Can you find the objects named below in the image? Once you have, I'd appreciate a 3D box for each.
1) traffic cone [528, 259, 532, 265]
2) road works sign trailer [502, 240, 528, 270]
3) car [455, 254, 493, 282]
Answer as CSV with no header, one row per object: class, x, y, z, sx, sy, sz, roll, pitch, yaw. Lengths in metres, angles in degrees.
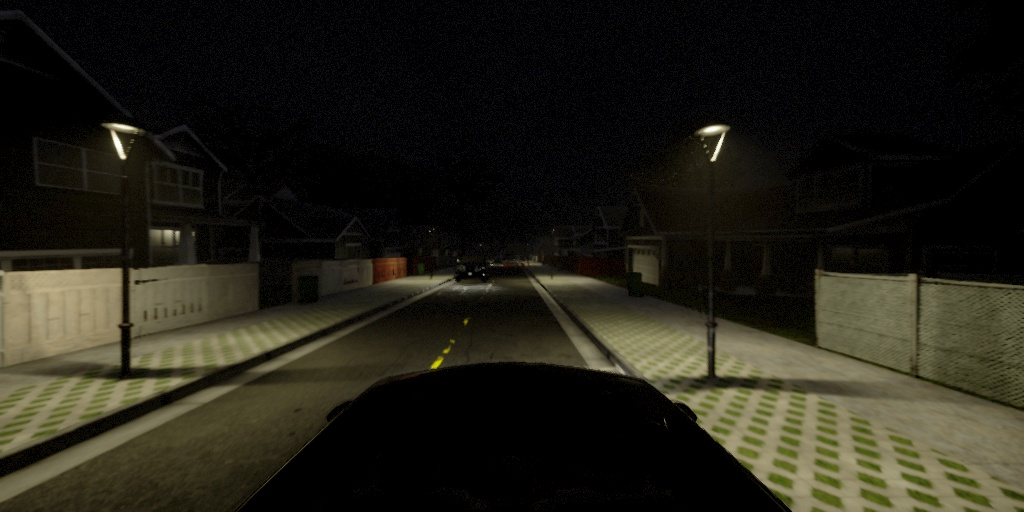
traffic cone,2.825,1.229,60.501,0.340,0.580,0.340,0,0,17
road works sign trailer,0.361,-0.035,45.799,2.380,3.560,2.880,0,0,-7
car,-2.846,0.832,27.083,2.150,2.045,5.566,0,0,0
